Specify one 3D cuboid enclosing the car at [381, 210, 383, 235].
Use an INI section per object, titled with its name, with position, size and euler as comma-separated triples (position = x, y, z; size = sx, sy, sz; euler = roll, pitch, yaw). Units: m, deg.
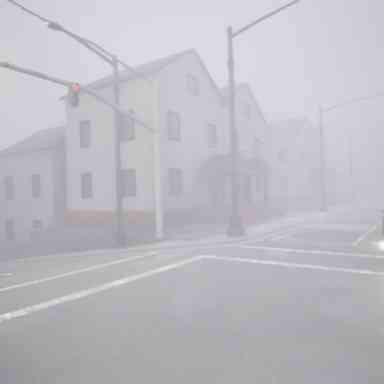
[car]
position = 11.105, 1.295, 17.288
size = 1.882, 1.535, 5.008
euler = -2, 0, 35
